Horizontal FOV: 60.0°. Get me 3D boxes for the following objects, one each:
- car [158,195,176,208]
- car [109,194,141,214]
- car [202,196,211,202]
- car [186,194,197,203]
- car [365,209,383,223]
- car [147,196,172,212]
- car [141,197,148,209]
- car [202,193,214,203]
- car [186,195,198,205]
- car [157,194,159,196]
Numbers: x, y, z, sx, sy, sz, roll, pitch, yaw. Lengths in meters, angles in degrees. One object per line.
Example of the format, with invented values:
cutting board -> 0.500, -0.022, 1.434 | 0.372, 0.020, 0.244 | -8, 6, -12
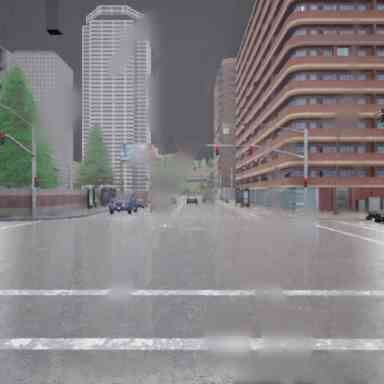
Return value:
car -> -3.656, 1.526, 48.522 | 1.812, 1.442, 4.674 | 0, 0, 0
car -> -7.147, 1.222, 35.220 | 2.150, 2.045, 5.566 | 0, 0, 0
car -> 3.397, 1.576, 78.268 | 1.895, 1.301, 4.718 | 0, 0, 0
car -> -0.091, 1.352, 69.487 | 2.097, 1.767, 4.553 | 0, 0, 0
car -> 15.001, 1.492, 23.271 | 5.357, 1.411, 2.033 | 0, 0, -12
car -> -3.648, 1.526, 38.279 | 1.812, 1.442, 4.674 | 0, 0, 0
car -> -7.160, 1.547, 45.498 | 2.033, 1.411, 5.357 | 0, 0, 0
car -> 3.410, 1.221, 68.701 | 2.150, 2.045, 5.566 | 0, 0, 0
car -> 0.024, 1.477, 59.495 | 1.882, 1.535, 5.008 | 0, 0, 0
car -> -7.153, 1.526, 58.436 | 1.812, 1.442, 4.674 | 0, 1, 0
